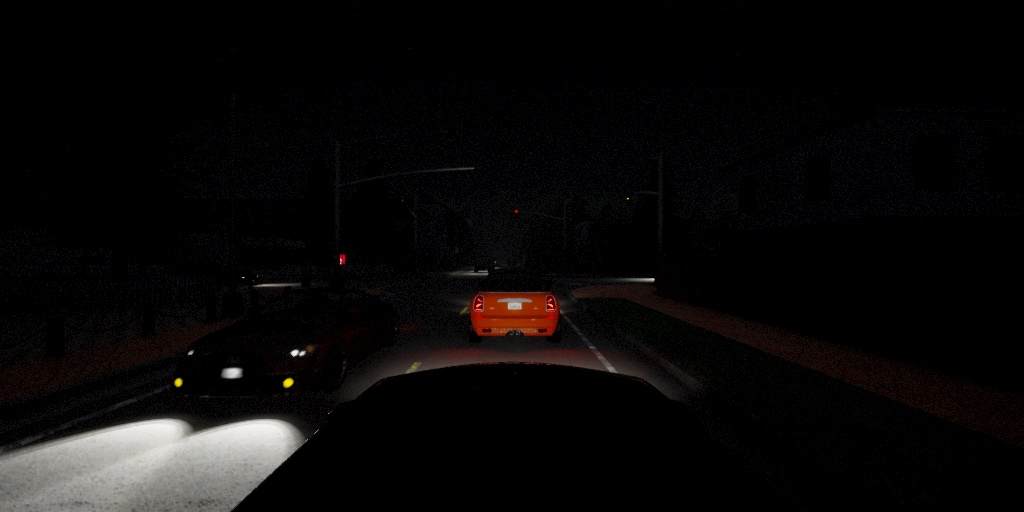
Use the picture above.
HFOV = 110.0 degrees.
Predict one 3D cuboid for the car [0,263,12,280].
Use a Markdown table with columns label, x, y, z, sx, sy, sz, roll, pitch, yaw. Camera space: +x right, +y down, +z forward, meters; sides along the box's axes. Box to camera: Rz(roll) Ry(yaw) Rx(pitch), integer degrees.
| label | x | y | z | sx | sy | sz | roll | pitch | yaw |
| --- | --- | --- | --- | --- | --- | --- | --- | --- | --- |
| car | -37.013 | 1.330 | 23.901 | 4.181 | 1.385 | 1.994 | 0 | 0 | -1 |

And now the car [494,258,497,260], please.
| label | x | y | z | sx | sy | sz | roll | pitch | yaw |
| --- | --- | --- | --- | --- | --- | --- | --- | --- | --- |
| car | -3.590 | 1.241 | 54.184 | 2.128 | 1.511 | 4.902 | 0 | 0 | 0 |

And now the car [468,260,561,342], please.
| label | x | y | z | sx | sy | sz | roll | pitch | yaw |
| --- | --- | --- | --- | --- | --- | --- | --- | --- | --- |
| car | 0.072 | 1.102 | 9.881 | 2.097 | 1.767 | 4.553 | 0 | 0 | 0 |

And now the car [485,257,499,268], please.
| label | x | y | z | sx | sy | sz | roll | pitch | yaw |
| --- | --- | --- | --- | --- | --- | --- | --- | --- | --- |
| car | -3.558 | 1.102 | 63.981 | 2.097 | 1.767 | 4.553 | 0 | 0 | 0 |

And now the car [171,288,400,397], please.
| label | x | y | z | sx | sy | sz | roll | pitch | yaw |
| --- | --- | --- | --- | --- | --- | --- | --- | --- | --- |
| car | -3.575 | 1.314 | 6.583 | 1.994 | 1.385 | 4.181 | 0 | 0 | 0 |

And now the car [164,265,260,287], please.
| label | x | y | z | sx | sy | sz | roll | pitch | yaw |
| --- | --- | --- | --- | --- | --- | --- | --- | --- | --- |
| car | -20.342 | 1.313 | 24.351 | 5.357 | 1.411 | 2.033 | 0 | 0 | -2 |

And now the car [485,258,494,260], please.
| label | x | y | z | sx | sy | sz | roll | pitch | yaw |
| --- | --- | --- | --- | --- | --- | --- | --- | --- | --- |
| car | -3.597 | 1.228 | 44.722 | 1.882 | 1.535 | 5.008 | 0 | 0 | 0 |

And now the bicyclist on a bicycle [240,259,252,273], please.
| label | x | y | z | sx | sy | sz | roll | pitch | yaw |
| --- | --- | --- | --- | --- | --- | --- | --- | --- | --- |
| bicyclist on a bicycle | -23.557 | 1.066 | 31.740 | 0.582 | 1.620 | 1.656 | 0 | 0 | -2 |
